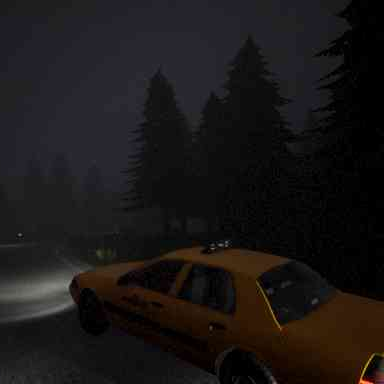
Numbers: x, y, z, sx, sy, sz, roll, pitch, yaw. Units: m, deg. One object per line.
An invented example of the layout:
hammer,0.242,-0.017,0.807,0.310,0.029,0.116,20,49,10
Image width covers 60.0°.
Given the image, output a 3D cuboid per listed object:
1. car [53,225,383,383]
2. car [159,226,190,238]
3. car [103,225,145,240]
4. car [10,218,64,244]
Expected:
car,0.144,1.441,4.732,5.366,1.575,1.801,0,1,43
car,-2.325,5.544,46.258,1.882,1.535,5.008,-5,-8,30
car,-7.441,4.511,36.949,2.033,1.411,5.357,-4,-8,20
car,-12.755,3.222,28.083,2.150,2.045,5.566,-4,-7,7
